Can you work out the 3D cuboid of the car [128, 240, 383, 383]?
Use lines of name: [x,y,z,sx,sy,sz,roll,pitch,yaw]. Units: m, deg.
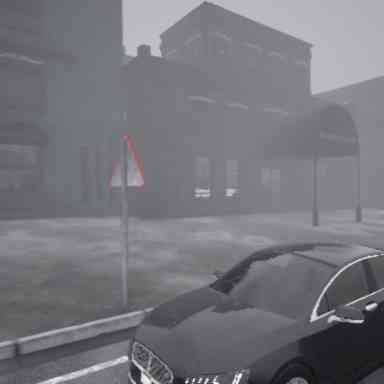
car: [1.553,1.500,4.486,4.892,1.490,1.837,0,0,-36]
